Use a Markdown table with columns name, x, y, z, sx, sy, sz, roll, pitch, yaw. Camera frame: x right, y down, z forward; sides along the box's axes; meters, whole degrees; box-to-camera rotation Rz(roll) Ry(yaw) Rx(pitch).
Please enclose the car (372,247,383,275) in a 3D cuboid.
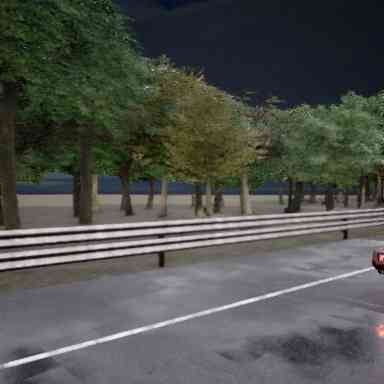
| name | x | y | z | sx | sy | sz | roll | pitch | yaw |
| --- | --- | --- | --- | --- | --- | --- | --- | --- | --- |
| car | 6.740 | 1.601 | 8.599 | 4.718 | 1.301 | 1.895 | 0 | 0 | -35 |
